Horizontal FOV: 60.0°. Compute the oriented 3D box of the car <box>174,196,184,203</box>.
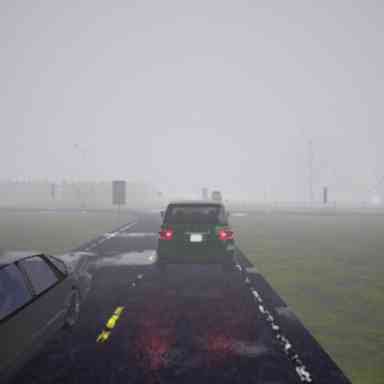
[{"bbox_3d":[-2.747,1.624,70.916,1.895,1.301,4.718,0,0,0],"label":"car"}]

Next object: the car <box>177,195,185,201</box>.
[{"bbox_3d":[-2.746,1.489,87.063,1.994,1.385,4.181,0,0,0],"label":"car"}]

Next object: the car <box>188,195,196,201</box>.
[{"bbox_3d":[0.004,1.571,84.028,1.812,1.442,4.674,0,0,0],"label":"car"}]

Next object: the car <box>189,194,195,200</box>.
[{"bbox_3d":[0.001,1.475,94.031,1.882,1.535,5.008,0,0,0],"label":"car"}]

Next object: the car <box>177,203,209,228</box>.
[{"bbox_3d":[0.112,1.555,23.147,1.994,1.385,4.181,0,0,1],"label":"car"}]

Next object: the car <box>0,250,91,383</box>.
[{"bbox_3d":[-2.851,1.544,4.177,2.033,1.411,5.357,0,0,0],"label":"car"}]

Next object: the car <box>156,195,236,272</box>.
[{"bbox_3d":[0.100,1.217,10.892,2.150,2.045,5.566,0,0,0],"label":"car"}]
